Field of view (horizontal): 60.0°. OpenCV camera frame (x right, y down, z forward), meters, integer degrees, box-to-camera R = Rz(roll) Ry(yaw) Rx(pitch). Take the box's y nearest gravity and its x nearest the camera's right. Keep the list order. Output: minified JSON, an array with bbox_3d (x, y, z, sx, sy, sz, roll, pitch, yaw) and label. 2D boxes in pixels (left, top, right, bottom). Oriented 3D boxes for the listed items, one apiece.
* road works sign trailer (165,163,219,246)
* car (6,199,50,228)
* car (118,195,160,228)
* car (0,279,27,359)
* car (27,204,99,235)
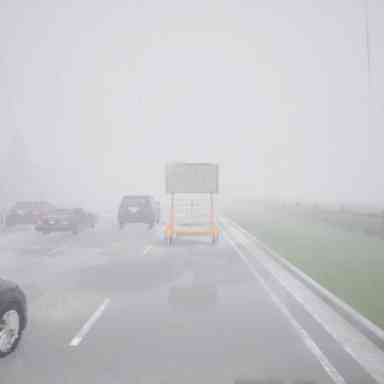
[{"bbox_3d":[0.007,0.462,15.290,2.380,3.560,2.880,0,0,0],"label":"road works sign trailer"},{"bbox_3d":[-10.390,1.348,22.419,2.097,1.767,4.553,0,0,0],"label":"car"},{"bbox_3d":[-3.390,1.218,22.023,2.150,2.045,5.566,0,0,0],"label":"car"},{"bbox_3d":[-3.399,1.504,3.078,1.837,1.490,4.892,0,0,0],"label":"car"},{"bbox_3d":[-6.892,1.544,18.862,2.033,1.411,5.357,0,0,0],"label":"car"}]
